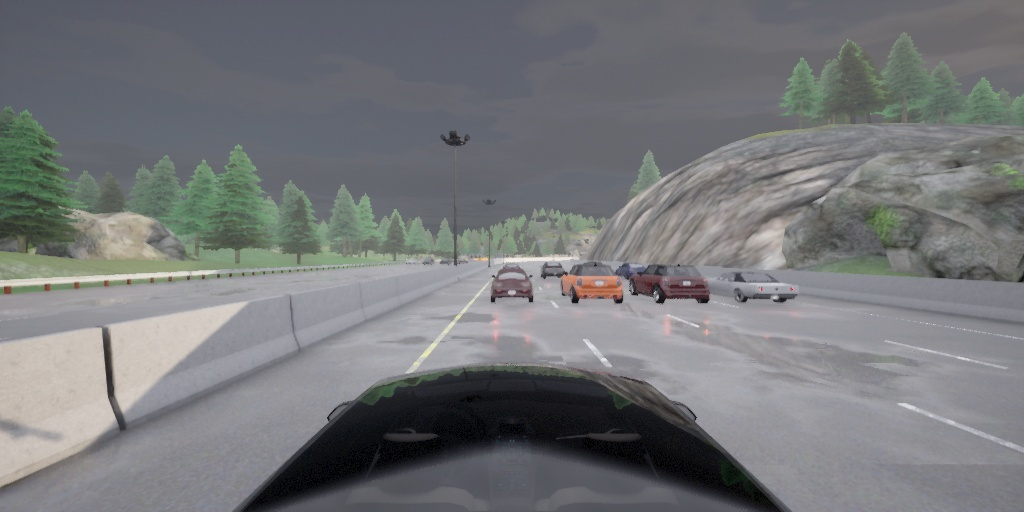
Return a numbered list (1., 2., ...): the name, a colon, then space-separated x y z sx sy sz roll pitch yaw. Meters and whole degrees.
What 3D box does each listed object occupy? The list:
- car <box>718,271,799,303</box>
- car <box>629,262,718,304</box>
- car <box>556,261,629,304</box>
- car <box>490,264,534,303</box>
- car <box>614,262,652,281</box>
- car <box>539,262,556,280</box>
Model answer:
1. car: 10.500 1.364 16.530 1.895 1.301 4.718 0 0 0
2. car: 7.000 1.113 16.470 2.097 1.767 4.553 0 0 0
3. car: 3.500 1.113 16.470 2.097 1.767 4.553 0 0 0
4. car: 0.000 1.280 16.500 1.812 1.442 4.674 0 0 0
5. car: 10.500 1.281 31.500 1.812 1.442 4.674 0 0 0
6. car: 3.500 1.243 31.500 2.128 1.511 4.902 0 0 0
